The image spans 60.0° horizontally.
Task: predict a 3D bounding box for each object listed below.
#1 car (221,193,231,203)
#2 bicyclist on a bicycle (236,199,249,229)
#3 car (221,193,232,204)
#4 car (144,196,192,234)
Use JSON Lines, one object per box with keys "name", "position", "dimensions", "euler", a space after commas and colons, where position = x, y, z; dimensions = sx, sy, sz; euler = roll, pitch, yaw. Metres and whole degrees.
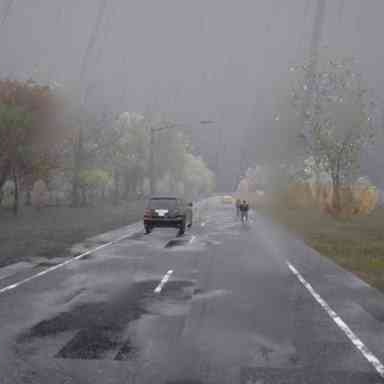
{"name": "car", "position": [7.556, 1.239, 73.950], "dimensions": [2.150, 2.045, 5.566], "euler": [0, 0, 6]}
{"name": "bicyclist on a bicycle", "position": [3.255, 1.373, 20.810], "dimensions": [0.659, 1.776, 1.843], "euler": [0, 0, 6]}
{"name": "car", "position": [6.630, 1.488, 63.613], "dimensions": [1.882, 1.535, 5.008], "euler": [0, 0, 6]}
{"name": "car", "position": [-1.269, 1.223, 19.463], "dimensions": [2.150, 2.045, 5.566], "euler": [0, 0, 6]}
